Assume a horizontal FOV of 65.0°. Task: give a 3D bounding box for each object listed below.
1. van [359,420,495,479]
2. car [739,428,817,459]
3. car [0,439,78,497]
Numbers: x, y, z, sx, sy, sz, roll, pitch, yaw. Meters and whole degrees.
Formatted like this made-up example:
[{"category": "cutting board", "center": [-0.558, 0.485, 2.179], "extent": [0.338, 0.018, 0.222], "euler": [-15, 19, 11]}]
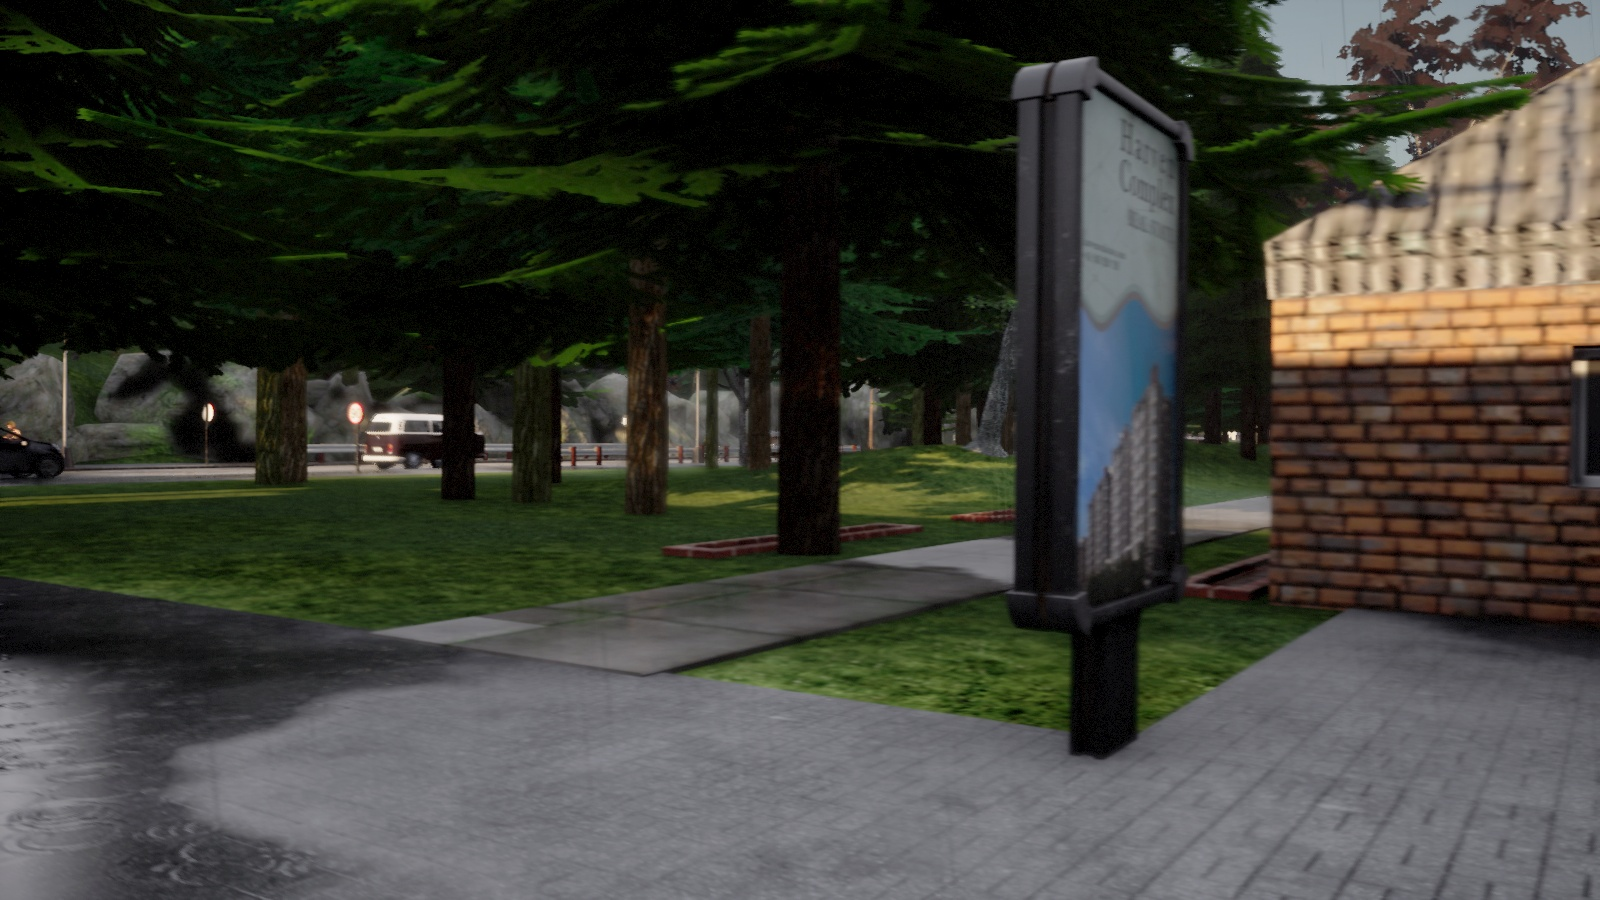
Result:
[{"category": "van", "center": [-13.592, -0.049, 46.001], "extent": [2.069, 2.038, 4.480], "euler": [0, 1, 33]}, {"category": "car", "center": [-1.211, -0.398, 72.112], "extent": [2.242, 1.667, 4.611], "euler": [0, 1, 33]}, {"category": "car", "center": [-21.697, 0.483, 33.649], "extent": [1.845, 1.501, 3.633], "euler": [0, 1, 33]}]
